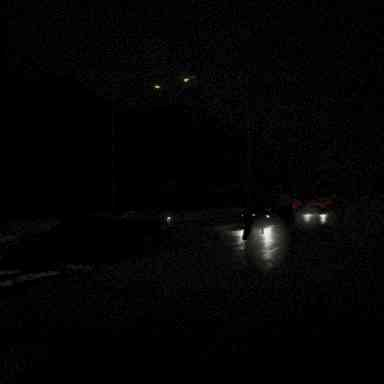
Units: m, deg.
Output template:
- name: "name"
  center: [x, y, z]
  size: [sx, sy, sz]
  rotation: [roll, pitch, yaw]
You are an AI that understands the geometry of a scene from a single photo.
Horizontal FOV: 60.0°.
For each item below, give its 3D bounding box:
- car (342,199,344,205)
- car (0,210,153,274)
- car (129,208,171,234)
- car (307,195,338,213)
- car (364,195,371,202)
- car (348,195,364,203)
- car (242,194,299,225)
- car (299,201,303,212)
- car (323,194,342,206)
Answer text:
- name: "car"
  center: [23.326, 1.498, 53.774]
  size: [1.947, 1.339, 4.313]
  rotation: [0, 0, 35]
- name: "car"
  center: [-3.992, 1.523, 10.888]
  size: [2.033, 1.411, 5.357]
  rotation: [0, 0, 38]
- name: "car"
  center: [-2.826, 1.516, 16.618]
  size: [2.008, 1.369, 4.403]
  rotation: [0, 0, 35]
- name: "car"
  center: [13.938, 1.411, 35.982]
  size: [1.882, 1.535, 5.008]
  rotation: [0, 0, 35]
- name: "car"
  center: [39.571, 1.484, 76.858]
  size: [1.752, 1.417, 4.829]
  rotation: [0, 0, 35]
- name: "car"
  center: [33.132, 1.507, 67.708]
  size: [1.947, 1.339, 4.313]
  rotation: [0, 0, 35]
- name: "car"
  center: [5.660, 1.165, 24.265]
  size: [2.150, 2.045, 5.566]
  rotation: [0, 0, 35]
- name: "car"
  center: [10.249, 1.377, 35.196]
  size: [1.967, 1.590, 4.097]
  rotation: [0, 0, 35]
- name: "car"
  center: [20.056, 1.248, 49.129]
  size: [2.192, 1.841, 5.009]
  rotation: [0, 0, 35]
